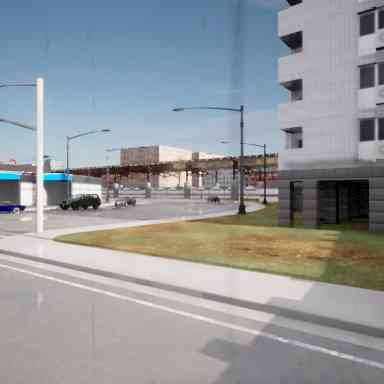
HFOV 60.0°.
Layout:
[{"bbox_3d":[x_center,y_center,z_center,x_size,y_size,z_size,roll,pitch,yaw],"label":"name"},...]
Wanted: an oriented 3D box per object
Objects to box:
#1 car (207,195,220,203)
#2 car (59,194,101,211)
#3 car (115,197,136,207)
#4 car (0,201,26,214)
[{"bbox_3d":[4.435,1.506,69.668,1.837,1.490,4.892,0,0,-12],"label":"car"},{"bbox_3d":[-14.040,1.225,42.216,2.150,2.045,5.566,0,0,29],"label":"car"},{"bbox_3d":[-10.276,1.495,51.628,2.128,1.511,4.902,0,0,14],"label":"car"},{"bbox_3d":[-19.677,1.605,33.895,1.895,1.301,4.718,0,0,37],"label":"car"}]
